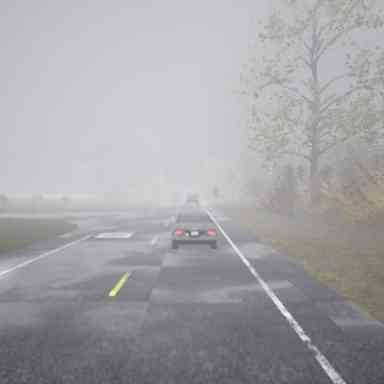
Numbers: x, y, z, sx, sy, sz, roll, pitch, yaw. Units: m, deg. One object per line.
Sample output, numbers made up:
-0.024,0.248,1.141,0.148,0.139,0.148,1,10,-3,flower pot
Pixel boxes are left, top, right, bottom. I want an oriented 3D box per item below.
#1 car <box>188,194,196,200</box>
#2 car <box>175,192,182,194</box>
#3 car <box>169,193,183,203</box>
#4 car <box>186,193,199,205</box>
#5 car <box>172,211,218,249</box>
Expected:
0.014,1.313,88.701,2.097,1.767,4.553,0,0,0,car
-3.487,1.036,83.728,2.150,2.045,5.566,0,0,0,car
-3.494,1.534,67.115,2.033,1.411,5.357,0,0,0,car
0.106,1.222,58.088,2.150,2.045,5.566,0,0,0,car
0.093,1.559,14.683,2.033,1.411,5.357,0,0,0,car
